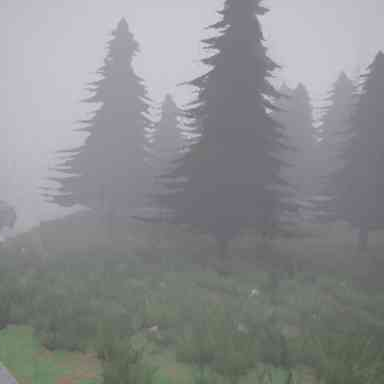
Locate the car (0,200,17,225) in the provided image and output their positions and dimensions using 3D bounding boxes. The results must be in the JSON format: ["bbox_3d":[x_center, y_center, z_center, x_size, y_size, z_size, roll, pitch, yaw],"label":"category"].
[{"bbox_3d":[-13.045,1.461,21.503,2.150,2.045,5.566,4,-2,-16],"label":"car"}]
